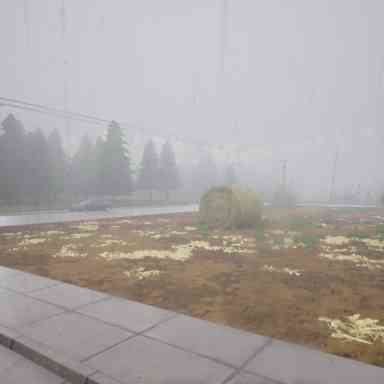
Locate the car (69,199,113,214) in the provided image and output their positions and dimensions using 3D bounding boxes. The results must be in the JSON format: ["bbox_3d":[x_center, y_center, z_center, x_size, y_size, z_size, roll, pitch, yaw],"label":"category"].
[{"bbox_3d":[-10.839,1.528,35.996,1.837,1.490,4.892,0,0,37],"label":"car"}]
